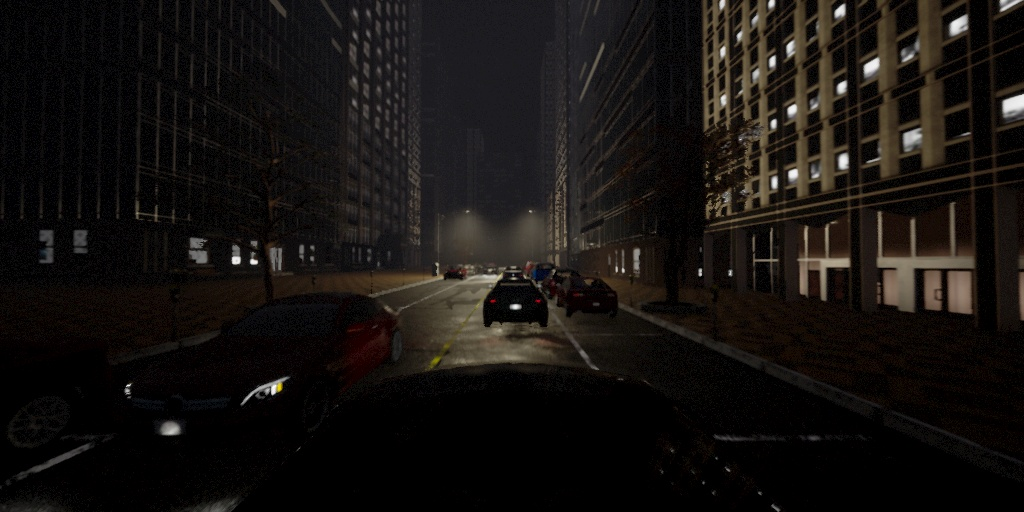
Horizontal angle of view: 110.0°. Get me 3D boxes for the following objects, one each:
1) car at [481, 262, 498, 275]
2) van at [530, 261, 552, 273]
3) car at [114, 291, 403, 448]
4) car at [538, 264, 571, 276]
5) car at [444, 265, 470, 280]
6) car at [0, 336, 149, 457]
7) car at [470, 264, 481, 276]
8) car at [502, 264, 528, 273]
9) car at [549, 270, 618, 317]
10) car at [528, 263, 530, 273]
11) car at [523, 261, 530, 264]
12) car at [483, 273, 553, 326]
[{"bbox_3d":[-2.995,1.850,51.324,2.128,1.511,4.902,0,-1,0],"label":"car"},{"bbox_3d":[2.695,1.443,30.637,1.690,1.789,3.998,0,0,0],"label":"van"},{"bbox_3d":[-3.099,1.323,5.581,1.812,1.442,4.674,0,-1,0],"label":"car"},{"bbox_3d":[2.694,1.405,19.355,1.967,1.591,4.097,0,0,0],"label":"car"},{"bbox_3d":[-5.685,1.610,36.251,1.967,1.591,4.097,0,0,0],"label":"car"},{"bbox_3d":[-5.688,1.303,2.395,1.888,1.381,4.507,0,0,0],"label":"car"},{"bbox_3d":[-5.684,1.855,47.535,2.007,1.370,4.403,0,0,0],"label":"car"},{"bbox_3d":[0.103,1.670,32.310,2.033,1.411,5.357,0,-1,0],"label":"car"},{"bbox_3d":[2.693,1.442,13.714,1.888,1.381,4.507,0,0,0],"label":"car"},{"bbox_3d":[2.695,1.721,36.278,2.007,1.370,4.403,0,0,0],"label":"car"},{"bbox_3d":[2.696,1.553,41.919,2.192,1.841,5.009,0,0,0],"label":"car"},{"bbox_3d":[0.102,1.443,12.230,1.994,1.385,4.181,0,-1,0],"label":"car"}]
